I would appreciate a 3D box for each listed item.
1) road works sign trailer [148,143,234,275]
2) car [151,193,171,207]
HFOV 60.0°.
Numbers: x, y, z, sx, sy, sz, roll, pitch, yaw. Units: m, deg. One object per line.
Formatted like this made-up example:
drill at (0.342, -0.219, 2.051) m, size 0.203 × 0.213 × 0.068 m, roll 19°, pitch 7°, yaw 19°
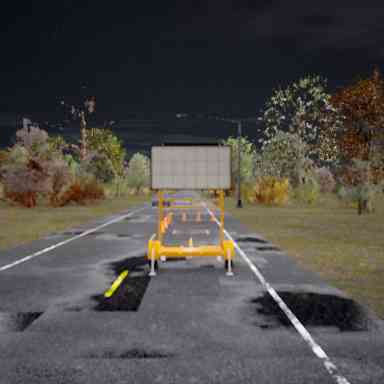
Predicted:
road works sign trailer at (-0.026, 0.345, 9.976) m, size 2.380 × 3.560 × 2.880 m, roll 0°, pitch 1°, yaw 0°
car at (-3.703, 0.872, 40.716) m, size 2.097 × 1.767 × 4.553 m, roll 0°, pitch 1°, yaw 0°
